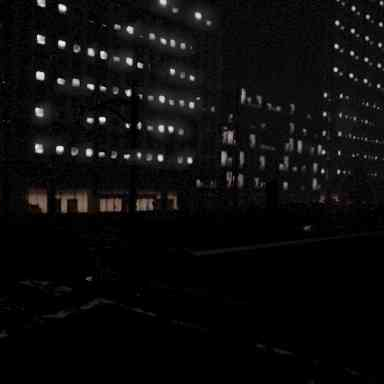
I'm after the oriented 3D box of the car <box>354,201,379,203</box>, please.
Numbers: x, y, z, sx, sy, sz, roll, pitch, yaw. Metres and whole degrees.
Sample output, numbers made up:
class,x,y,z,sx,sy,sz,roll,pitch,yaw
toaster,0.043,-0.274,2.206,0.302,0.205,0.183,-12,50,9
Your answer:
class,x,y,z,sx,sy,sz,roll,pitch,yaw
car,21.244,1.850,42.169,4.313,1.339,1.947,1,1,-34

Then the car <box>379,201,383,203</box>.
class,x,y,z,sx,sy,sz,roll,pitch,yaw
car,25.920,1.919,45.372,4.206,1.307,1.802,1,1,-34

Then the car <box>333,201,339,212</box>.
class,x,y,z,sx,sy,sz,roll,pitch,yaw
car,12.038,1.763,32.875,4.674,1.442,1.812,1,1,-34

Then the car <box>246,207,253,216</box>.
class,x,y,z,sx,sy,sz,roll,pitch,yaw
car,7.212,1.677,32.560,4.403,1.369,2.008,1,1,-34

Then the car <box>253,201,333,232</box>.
class,x,y,z,sx,sy,sz,roll,pitch,yaw
car,6.989,1.622,22.852,5.009,1.841,2.192,1,1,-34

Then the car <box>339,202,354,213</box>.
class,x,y,z,sx,sy,sz,roll,pitch,yaw
car,16.427,1.755,38.869,4.829,1.417,1.752,1,1,-34

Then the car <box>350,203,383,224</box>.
class,x,y,z,sx,sy,sz,roll,pitch,yaw
car,16.338,1.956,29.262,4.507,1.381,1.887,1,1,-34
